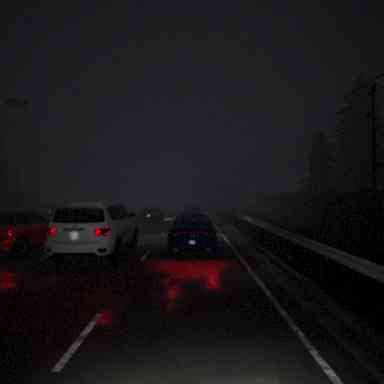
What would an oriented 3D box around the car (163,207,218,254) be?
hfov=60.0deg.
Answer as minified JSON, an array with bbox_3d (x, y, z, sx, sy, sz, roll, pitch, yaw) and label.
[{"bbox_3d":[0.026,1.639,14.217,1.882,1.535,5.008,0,0,0],"label":"car"}]

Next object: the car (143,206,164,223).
[{"bbox_3d":[-3.475,1.889,28.581,1.994,1.385,4.181,0,-1,0],"label":"car"}]

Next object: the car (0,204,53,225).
[{"bbox_3d":[-13.977,1.816,28.478,2.128,1.511,4.902,0,-1,0],"label":"car"}]

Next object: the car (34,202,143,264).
[{"bbox_3d":[-3.489,1.369,12.573,2.150,2.045,5.566,0,0,0],"label":"car"}]

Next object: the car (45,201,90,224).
[{"bbox_3d":[-10.477,1.673,28.402,2.097,1.767,4.553,0,-1,0],"label":"car"}]

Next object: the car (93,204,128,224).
[{"bbox_3d":[-6.974,1.853,28.875,1.812,1.442,4.674,0,0,0],"label":"car"}]

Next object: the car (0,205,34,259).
[{"bbox_3d":[-6.980,1.504,13.402,2.097,1.767,4.553,0,-1,0],"label":"car"}]
